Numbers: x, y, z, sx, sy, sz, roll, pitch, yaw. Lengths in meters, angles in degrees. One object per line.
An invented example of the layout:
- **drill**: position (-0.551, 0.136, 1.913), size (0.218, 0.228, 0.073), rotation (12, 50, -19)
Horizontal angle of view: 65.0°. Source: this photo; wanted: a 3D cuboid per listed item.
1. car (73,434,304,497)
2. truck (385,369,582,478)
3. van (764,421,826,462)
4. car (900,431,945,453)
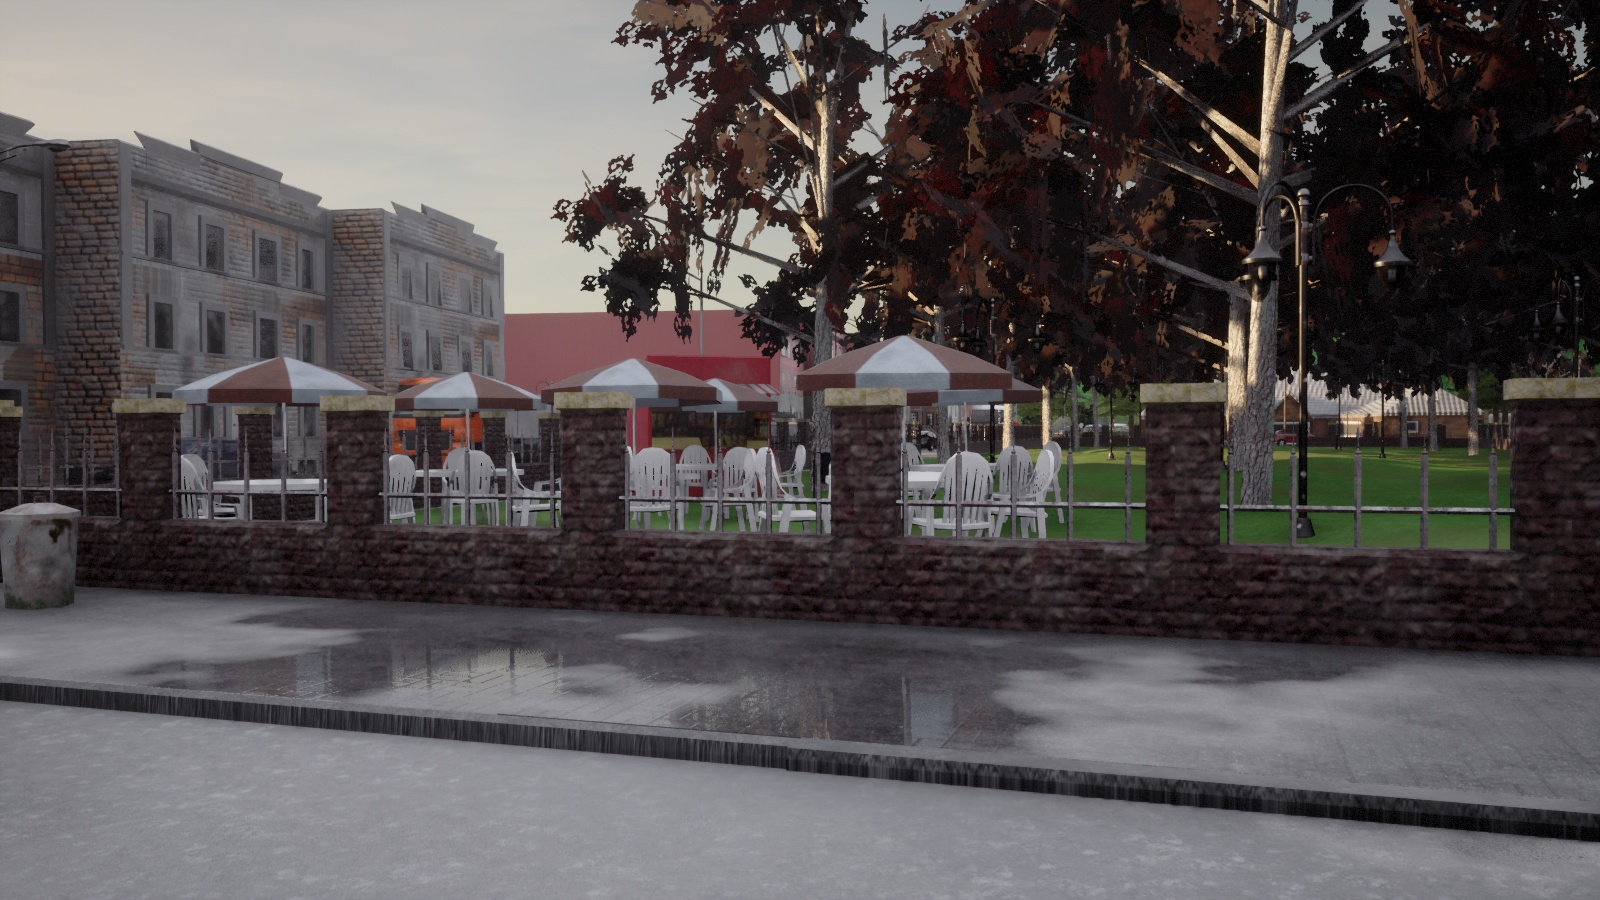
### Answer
- **car**: position (-15.115, 0.313, 31.471), size (2.033, 1.411, 5.357), rotation (1, 1, 19)
- **truck**: position (-10.852, -0.903, 44.138), size (2.891, 3.462, 7.936), rotation (1, 1, 19)
- **van**: position (-0.190, -0.435, 63.327), size (1.775, 1.987, 4.442), rotation (1, 1, 19)
- **car**: position (8.858, -0.584, 90.158), size (2.163, 1.488, 4.792), rotation (1, 1, 19)
